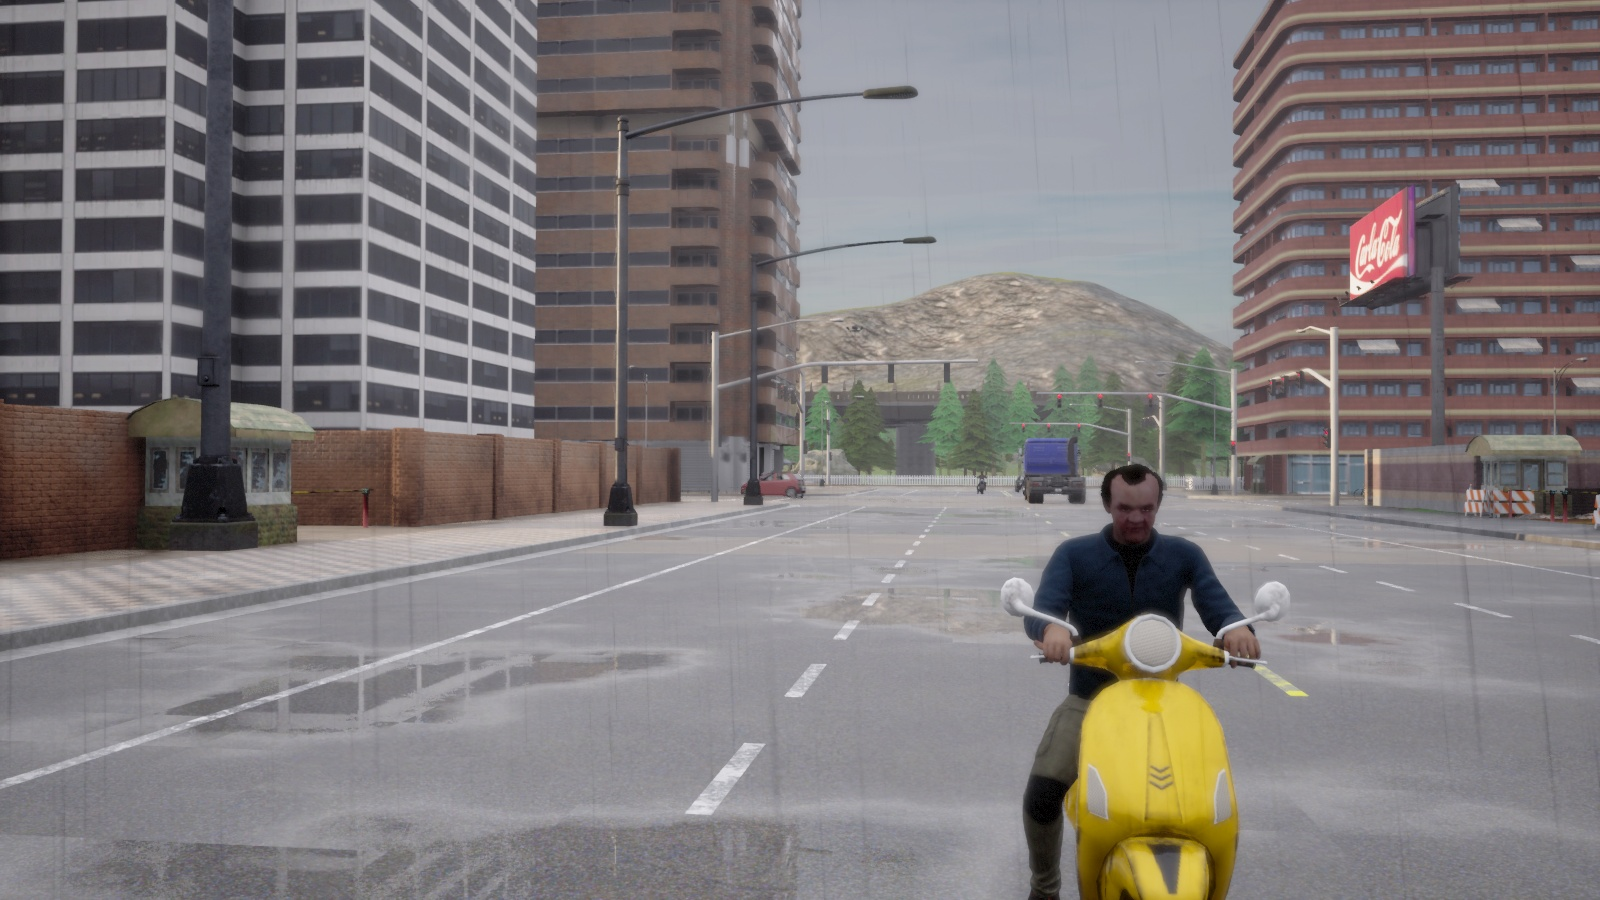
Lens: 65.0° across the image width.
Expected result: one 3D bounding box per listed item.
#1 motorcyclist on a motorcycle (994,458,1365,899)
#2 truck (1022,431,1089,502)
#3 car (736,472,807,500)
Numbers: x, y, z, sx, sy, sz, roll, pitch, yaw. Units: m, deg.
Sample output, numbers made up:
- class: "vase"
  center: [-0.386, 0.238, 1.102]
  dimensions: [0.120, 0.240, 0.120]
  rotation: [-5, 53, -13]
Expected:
- class: "motorcyclist on a motorcycle"
  center: [1.080, 0.831, 4.042]
  dimensions: [0.866, 1.590, 1.817]
  rotation: [0, -1, 8]
- class: "truck"
  center: [13.089, 0.868, 64.958]
  dimensions: [2.891, 3.462, 7.936]
  rotation: [0, -1, 8]
- class: "car"
  center: [-1.591, 2.015, 70.435]
  dimensions: [3.633, 1.501, 1.845]
  rotation: [0, -1, 16]
